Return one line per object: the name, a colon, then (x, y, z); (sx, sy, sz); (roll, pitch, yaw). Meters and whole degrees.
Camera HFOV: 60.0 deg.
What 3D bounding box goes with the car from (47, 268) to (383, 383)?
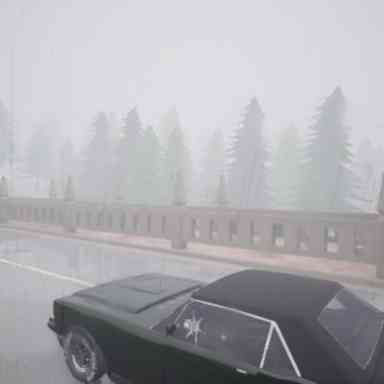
car: (0.487, 1.575, 3.644); (4.718, 1.301, 1.895); (1, 1, 36)
